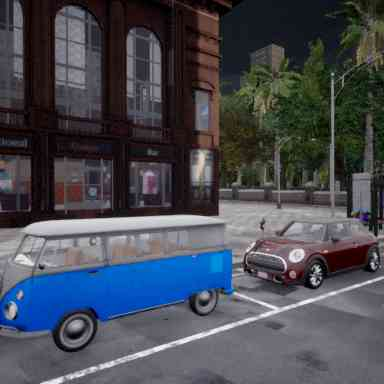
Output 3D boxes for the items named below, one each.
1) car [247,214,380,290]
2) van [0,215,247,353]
[{"bbox_3d":[3.287,1.438,9.040,4.097,1.590,1.967,0,0,-36],"label":"car"},{"bbox_3d":[-1.114,1.340,5.866,3.998,1.788,1.690,0,0,-36],"label":"van"}]
